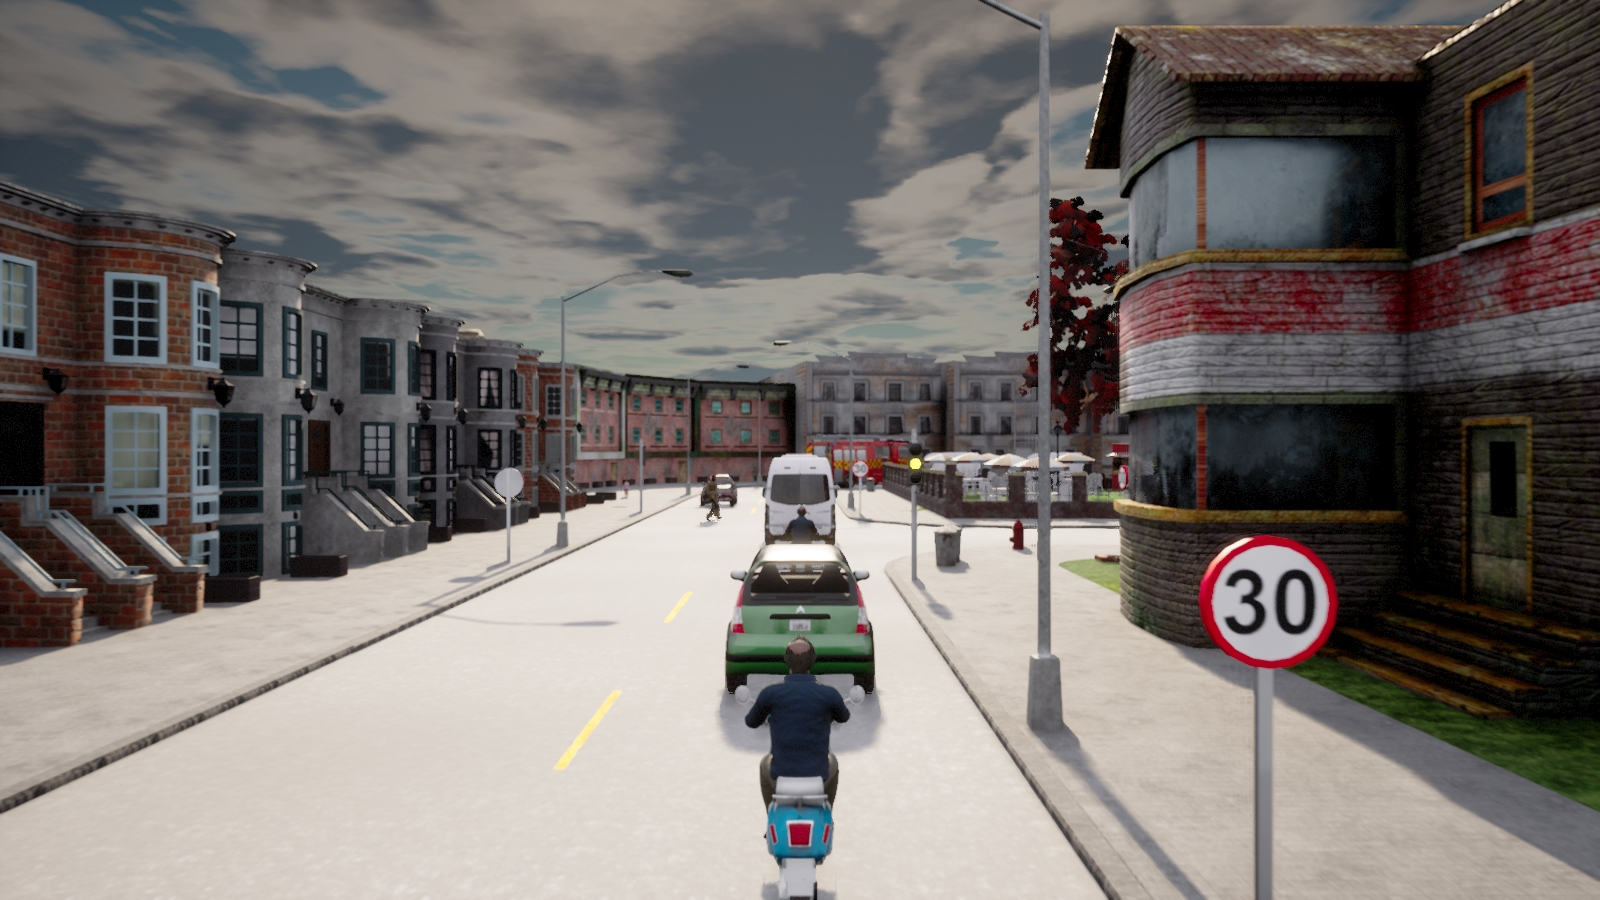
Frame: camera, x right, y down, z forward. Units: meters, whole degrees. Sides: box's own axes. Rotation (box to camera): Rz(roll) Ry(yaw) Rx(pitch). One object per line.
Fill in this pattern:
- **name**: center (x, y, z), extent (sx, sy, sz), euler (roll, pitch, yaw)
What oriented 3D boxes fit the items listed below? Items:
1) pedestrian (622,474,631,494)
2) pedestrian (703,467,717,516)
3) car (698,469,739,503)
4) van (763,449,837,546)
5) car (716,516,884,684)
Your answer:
- **pedestrian**: center (-9.451, 1.854, 62.262), extent (0.500, 1.100, 0.500), euler (0, 0, -11)
- **pedestrian**: center (-3.458, 1.592, 43.708), extent (0.375, 1.860, 0.375), euler (0, 0, 39)
- **car**: center (-4.017, 1.759, 56.816), extent (1.789, 1.549, 3.705), euler (0, 0, 0)
- **van**: center (-0.007, 1.284, 33.341), extent (1.988, 2.561, 5.915), euler (0, 0, 0)
- **car**: center (-0.003, 1.766, 14.566), extent (1.851, 1.617, 3.988), euler (0, 0, 0)
